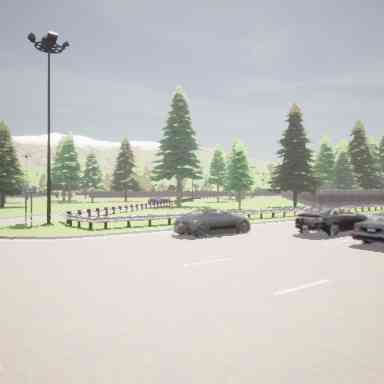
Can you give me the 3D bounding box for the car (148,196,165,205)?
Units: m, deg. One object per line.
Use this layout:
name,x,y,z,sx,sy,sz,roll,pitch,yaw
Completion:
car,-6.658,1.526,59.571,1.812,1.442,4.674,0,0,5

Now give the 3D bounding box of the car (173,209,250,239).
car,1.076,1.564,17.397,4.181,1.385,1.994,0,0,-35

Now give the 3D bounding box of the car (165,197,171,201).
car,-5.664,1.601,69.798,1.895,1.301,4.718,0,0,5

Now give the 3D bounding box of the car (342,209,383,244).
car,9.078,1.547,14.500,5.357,1.411,2.033,0,0,-35

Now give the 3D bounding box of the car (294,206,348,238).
car,7.507,1.491,17.677,4.902,1.511,2.128,0,0,-35
